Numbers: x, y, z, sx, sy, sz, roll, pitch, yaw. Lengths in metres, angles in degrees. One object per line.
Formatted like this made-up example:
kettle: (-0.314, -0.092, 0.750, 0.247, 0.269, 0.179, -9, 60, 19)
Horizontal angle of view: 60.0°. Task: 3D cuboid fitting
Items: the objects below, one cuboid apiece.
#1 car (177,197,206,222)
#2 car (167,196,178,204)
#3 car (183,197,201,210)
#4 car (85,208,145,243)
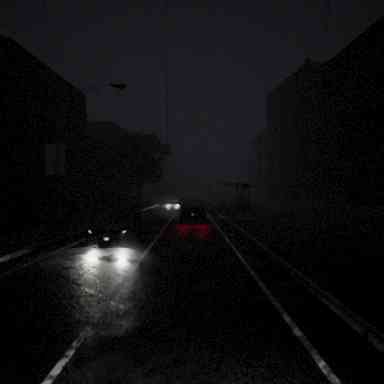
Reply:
car: (0.049, 1.418, 25.679, 1.882, 1.535, 5.008, 0, 0, 0)
car: (-3.189, 1.360, 57.225, 1.895, 1.301, 4.718, 0, 1, 1)
car: (0.021, 1.396, 41.629, 2.128, 1.511, 4.902, 0, 0, 0)
car: (-3.436, 1.502, 16.015, 2.033, 1.411, 5.357, 0, 0, 0)
